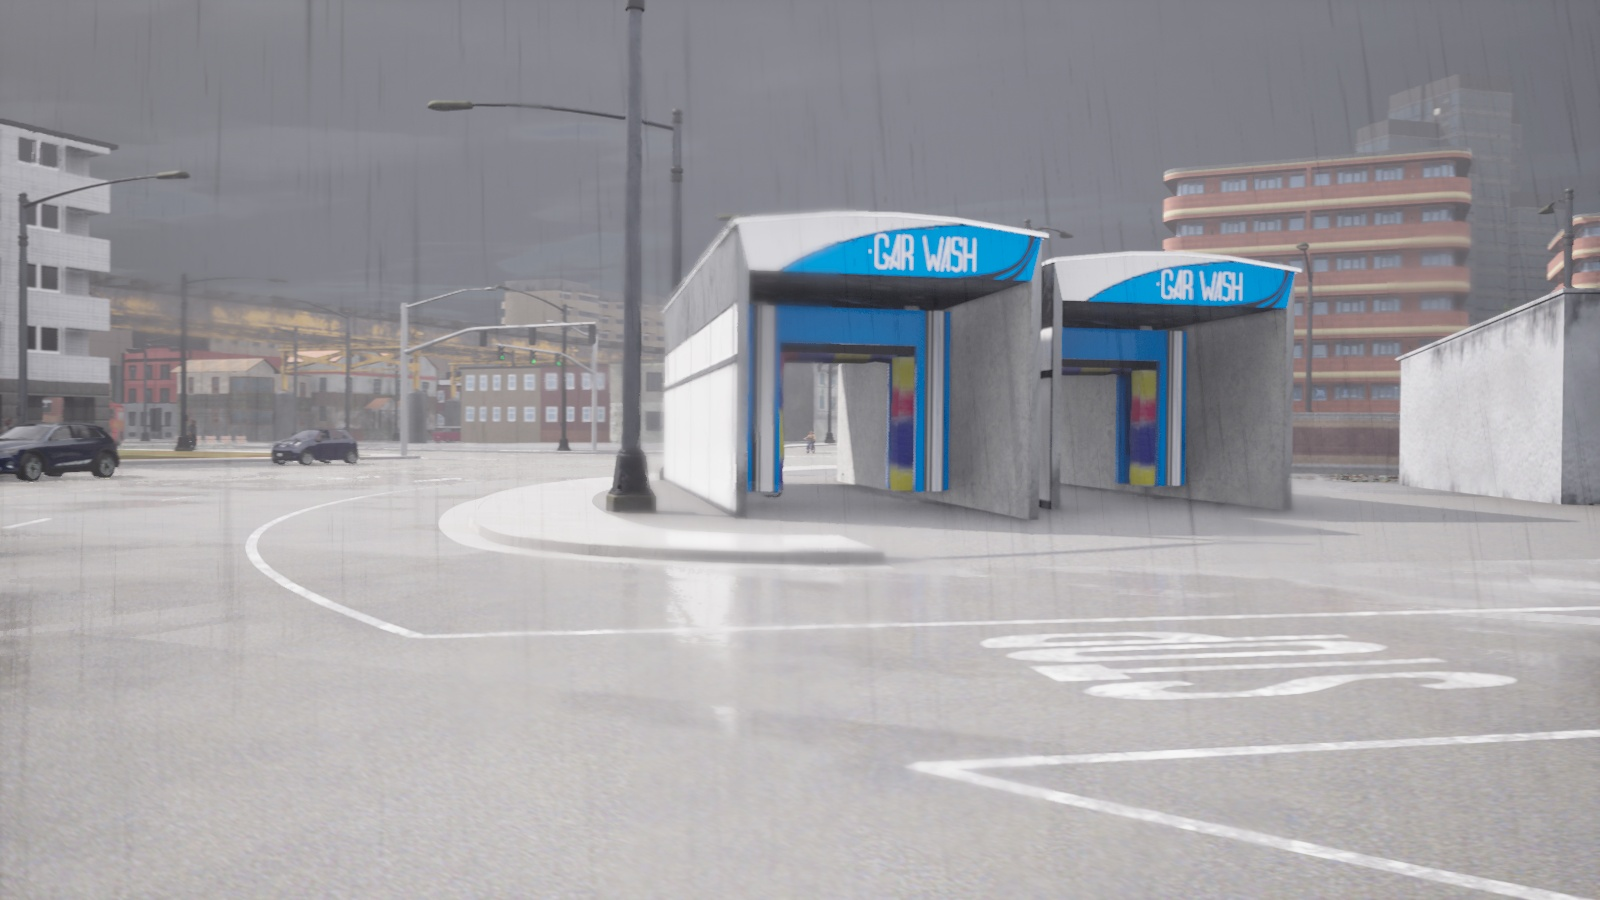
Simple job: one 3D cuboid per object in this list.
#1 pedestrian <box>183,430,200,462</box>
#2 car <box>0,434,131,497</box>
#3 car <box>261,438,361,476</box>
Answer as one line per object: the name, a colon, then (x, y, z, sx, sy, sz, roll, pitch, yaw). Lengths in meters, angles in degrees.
pedestrian: (-35.858, -0.247, 73.995, 0.694, 1.848, 0.540, 0, 1, 18)
car: (-21.463, 0.394, 35.497, 2.033, 1.649, 4.856, 0, 1, 8)
car: (-20.316, 0.257, 52.318, 1.845, 1.501, 3.633, 0, 1, 24)
